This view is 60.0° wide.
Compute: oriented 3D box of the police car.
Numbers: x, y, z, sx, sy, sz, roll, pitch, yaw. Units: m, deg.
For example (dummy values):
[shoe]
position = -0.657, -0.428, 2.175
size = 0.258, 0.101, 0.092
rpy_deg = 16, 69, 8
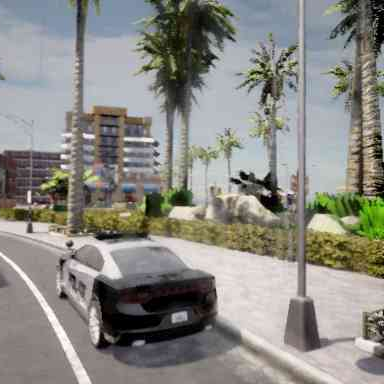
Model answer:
[police car]
position = -1.533, 1.633, 6.958
size = 1.930, 1.638, 5.238
rpy_deg = 2, -2, -32
